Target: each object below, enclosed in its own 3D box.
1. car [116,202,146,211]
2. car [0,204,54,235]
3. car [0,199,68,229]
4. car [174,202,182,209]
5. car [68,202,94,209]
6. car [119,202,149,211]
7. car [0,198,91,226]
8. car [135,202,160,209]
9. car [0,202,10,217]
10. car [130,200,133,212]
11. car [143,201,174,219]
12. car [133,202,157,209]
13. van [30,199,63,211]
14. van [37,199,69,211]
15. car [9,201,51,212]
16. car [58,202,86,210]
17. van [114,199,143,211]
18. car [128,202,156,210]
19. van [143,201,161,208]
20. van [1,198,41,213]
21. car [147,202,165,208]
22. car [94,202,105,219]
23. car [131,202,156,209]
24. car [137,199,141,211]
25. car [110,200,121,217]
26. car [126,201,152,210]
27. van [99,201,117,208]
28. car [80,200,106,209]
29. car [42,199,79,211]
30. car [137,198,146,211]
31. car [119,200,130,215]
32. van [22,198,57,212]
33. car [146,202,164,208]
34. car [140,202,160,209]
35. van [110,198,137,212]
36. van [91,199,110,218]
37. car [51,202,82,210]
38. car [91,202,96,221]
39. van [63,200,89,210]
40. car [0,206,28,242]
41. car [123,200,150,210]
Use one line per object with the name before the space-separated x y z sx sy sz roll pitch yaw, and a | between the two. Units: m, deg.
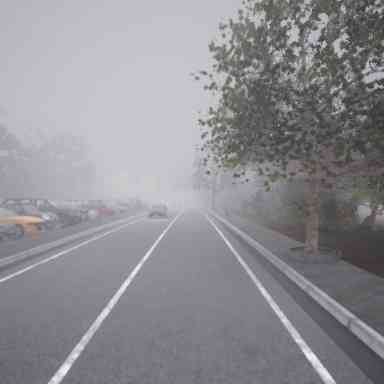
car | -10.288 2.438 56.244 4.674 1.452 2.002 0 -2 0
car | -10.330 1.563 17.412 5.008 1.535 2.097 0 -1 0
car | -10.352 1.483 20.191 4.553 1.767 2.185 0 -1 0
car | -3.247 3.029 75.867 2.128 1.511 4.902 0 -2 0
car | -23.355 2.925 70.113 4.674 1.452 2.002 0 -2 0
car | -10.278 2.496 59.020 5.008 1.535 2.097 0 -2 0
car | -10.290 1.408 22.964 5.566 2.045 2.435 0 -1 0
car | -10.081 3.078 75.666 5.366 1.575 1.946 0 -2 0
car | -23.379 1.928 37.032 4.892 1.521 2.231 0 -1 0
car | -10.302 2.070 42.389 4.674 1.452 2.002 0 -1 0
car | -3.331 1.933 34.104 2.033 1.411 5.357 0 -1 0
car | -10.276 2.985 72.892 4.892 1.521 2.231 0 -2 0
van | -23.485 2.079 53.636 4.442 1.987 1.878 0 -2 0
van | -23.482 2.172 56.279 4.442 1.987 1.878 0 -2 0
car | -23.379 2.138 48.110 5.008 1.535 2.097 0 -1 0
car | -23.355 2.734 64.701 4.674 1.452 2.002 0 -2 0
van | -10.172 2.075 53.479 4.442 1.987 1.878 0 -2 0
car | -10.089 2.785 67.343 5.366 1.575 1.946 0 -2 0
van | -10.373 3.246 86.772 4.442 1.987 1.878 0 -2 0
van | -23.259 1.859 45.344 4.442 1.987 1.878 0 -1 0
car | -10.242 3.774 95.088 4.892 1.521 2.231 0 -2 0
car | -10.316 1.805 28.510 4.674 1.452 2.002 0 -1 0
car | -10.266 2.887 70.118 4.892 1.521 2.231 0 -2 0
car | -10.323 2.165 47.946 4.792 1.488 2.163 0 -2 0
car | -10.313 1.871 34.062 5.008 1.535 2.097 0 -1 0
car | -10.246 2.565 64.573 4.553 1.767 2.185 0 -2 0
van | -23.222 3.446 92.410 4.442 1.987 1.878 0 -2 0
car | -23.316 2.930 78.554 5.566 2.045 2.435 0 -2 0
car | -23.335 2.244 59.049 5.566 2.045 2.435 0 -2 0
car | -10.320 1.952 50.705 5.566 2.045 2.435 0 -2 0
car | -10.272 2.006 39.612 4.792 1.488 2.163 0 -1 0
van | -23.254 1.977 50.734 4.442 1.987 1.878 0 -2 0
car | -10.282 3.544 92.315 4.553 1.767 2.185 0 -2 0
car | -10.232 3.306 81.214 4.792 1.488 2.163 0 -2 0
van | -10.180 1.857 45.169 4.442 1.987 1.878 0 -1 0
van | -10.427 1.592 31.291 4.442 1.987 1.878 0 -1 0
car | -23.354 2.597 61.933 5.008 1.535 2.097 0 -2 0
car | -10.345 1.742 25.735 4.792 1.488 2.163 0 -1 0
van | -23.471 2.562 67.353 4.442 1.987 1.878 0 -2 0
car | -10.332 1.527 14.640 4.892 1.521 2.231 0 -1 0
car | -10.249 2.468 61.799 4.553 1.767 2.185 0 -2 0
